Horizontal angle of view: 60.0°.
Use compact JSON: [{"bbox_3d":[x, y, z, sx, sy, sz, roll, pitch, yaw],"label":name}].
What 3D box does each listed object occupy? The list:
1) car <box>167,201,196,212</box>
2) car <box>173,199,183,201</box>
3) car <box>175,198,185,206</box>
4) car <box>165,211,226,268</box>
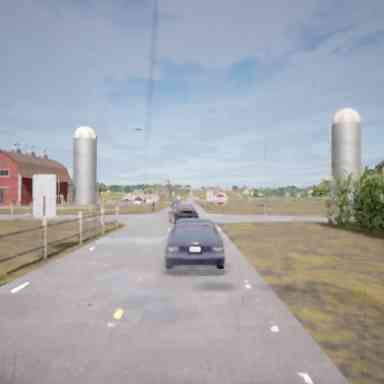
[{"bbox_3d":[-0.807,1.722,26.378,1.837,1.490,4.892,1,-1,-12],"label":"car"},{"bbox_3d":[-2.826,2.222,62.023,1.837,1.490,4.892,0,-1,1],"label":"car"},{"bbox_3d":[-2.804,2.362,77.227,2.097,1.767,4.553,0,-1,0],"label":"car"},{"bbox_3d":[0.088,1.620,11.534,2.033,1.411,5.357,0,0,0],"label":"car"}]
